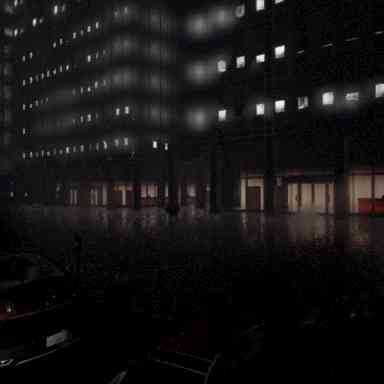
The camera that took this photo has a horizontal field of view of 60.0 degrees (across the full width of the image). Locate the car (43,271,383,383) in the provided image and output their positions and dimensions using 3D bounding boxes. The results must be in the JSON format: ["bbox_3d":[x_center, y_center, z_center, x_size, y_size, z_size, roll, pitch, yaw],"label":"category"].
[{"bbox_3d":[1.162,1.439,2.048,4.097,1.590,1.967,0,0,35],"label":"car"}]

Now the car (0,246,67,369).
[{"bbox_3d":[-3.424,1.550,5.318,4.403,1.369,2.008,0,0,36],"label":"car"}]
